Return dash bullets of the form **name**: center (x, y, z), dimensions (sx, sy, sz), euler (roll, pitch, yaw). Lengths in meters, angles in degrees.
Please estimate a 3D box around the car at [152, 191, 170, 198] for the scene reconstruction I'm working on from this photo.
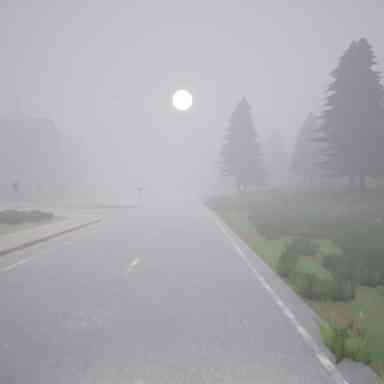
- **car**: center (-9.162, 0.854, 93.361), dimensions (4.181, 1.381, 1.994), euler (0, 0, -1)
